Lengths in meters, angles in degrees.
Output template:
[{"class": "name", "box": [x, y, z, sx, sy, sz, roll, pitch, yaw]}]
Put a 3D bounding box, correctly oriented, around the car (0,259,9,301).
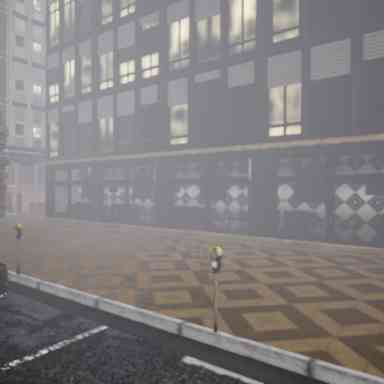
[{"class": "car", "box": [-5.377, 1.501, 6.711, 4.403, 1.369, 2.008, 0, 0, 36]}]
